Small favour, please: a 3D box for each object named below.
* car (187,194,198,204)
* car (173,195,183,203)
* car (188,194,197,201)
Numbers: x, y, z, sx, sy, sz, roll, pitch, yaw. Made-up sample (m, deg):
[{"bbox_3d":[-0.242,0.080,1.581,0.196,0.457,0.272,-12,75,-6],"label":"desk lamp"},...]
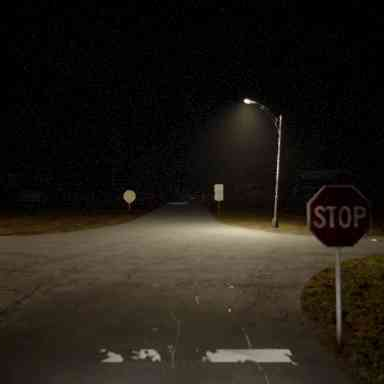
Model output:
[{"bbox_3d":[0.103,1.300,60.838,2.128,1.511,4.902,0,0,0],"label":"car"},{"bbox_3d":[-2.639,1.329,65.440,2.033,1.411,5.357,0,0,0],"label":"car"},{"bbox_3d":[0.121,1.191,71.276,2.033,1.411,5.357,0,0,0],"label":"car"}]
